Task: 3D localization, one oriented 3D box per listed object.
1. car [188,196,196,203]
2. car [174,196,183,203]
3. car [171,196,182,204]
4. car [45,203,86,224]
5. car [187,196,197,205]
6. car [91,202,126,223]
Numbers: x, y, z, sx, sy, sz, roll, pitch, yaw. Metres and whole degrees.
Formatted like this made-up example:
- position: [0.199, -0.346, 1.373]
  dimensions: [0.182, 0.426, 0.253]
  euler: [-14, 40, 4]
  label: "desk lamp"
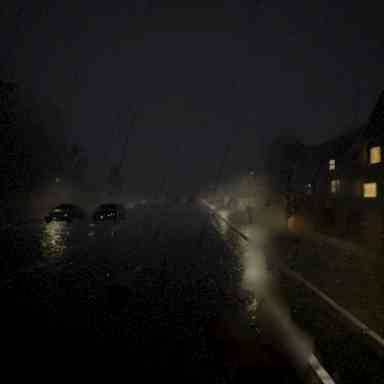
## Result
- position: [0.018, 1.778, 78.328]
  dimensions: [1.837, 1.490, 4.892]
  euler: [0, 0, 0]
  label: "car"
- position: [-3.231, 1.762, 79.158]
  dimensions: [1.837, 1.490, 4.892]
  euler: [0, 0, 0]
  label: "car"
- position: [-3.231, 1.740, 69.027]
  dimensions: [2.128, 1.511, 4.902]
  euler: [0, 0, 0]
  label: "car"
- position: [-9.787, 1.638, 26.076]
  dimensions: [1.812, 1.442, 4.674]
  euler: [0, 0, 1]
  label: "car"
- position: [0.018, 1.589, 68.122]
  dimensions: [2.097, 1.767, 4.553]
  euler: [0, 0, 0]
  label: "car"
- position: [-6.532, 1.622, 26.558]
  dimensions: [1.837, 1.490, 4.892]
  euler: [0, -1, 1]
  label: "car"
